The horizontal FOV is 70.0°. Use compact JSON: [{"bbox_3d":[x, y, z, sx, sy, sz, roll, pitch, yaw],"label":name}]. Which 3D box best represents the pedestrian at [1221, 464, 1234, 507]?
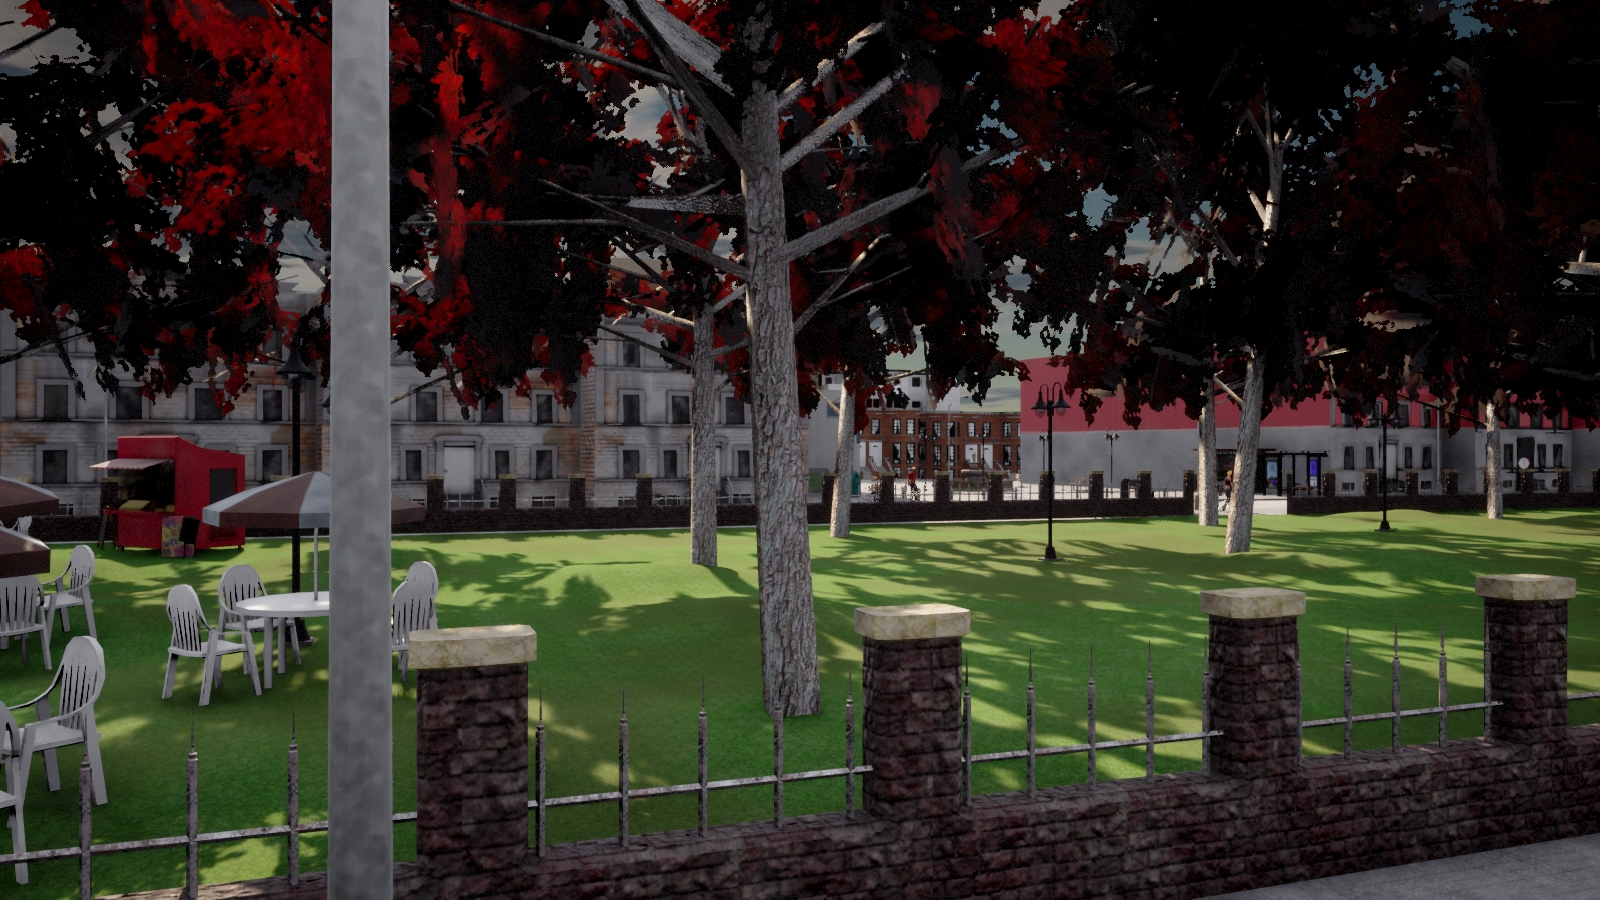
[{"bbox_3d":[18.450,1.539,49.343,0.375,1.860,0.375,0,0,-21],"label":"pedestrian"}]

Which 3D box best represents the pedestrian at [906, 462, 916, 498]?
[{"bbox_3d":[5.685,1.535,58.442,0.375,1.860,0.375,0,0,-41],"label":"pedestrian"}]

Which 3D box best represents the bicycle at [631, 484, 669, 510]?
[{"bbox_3d":[-6.528,2.041,49.632,1.487,1.080,0.859,0,0,-20],"label":"bicycle"}]

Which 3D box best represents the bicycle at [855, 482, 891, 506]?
[{"bbox_3d":[3.402,2.045,53.264,1.487,1.080,0.859,0,0,-20],"label":"bicycle"}]
